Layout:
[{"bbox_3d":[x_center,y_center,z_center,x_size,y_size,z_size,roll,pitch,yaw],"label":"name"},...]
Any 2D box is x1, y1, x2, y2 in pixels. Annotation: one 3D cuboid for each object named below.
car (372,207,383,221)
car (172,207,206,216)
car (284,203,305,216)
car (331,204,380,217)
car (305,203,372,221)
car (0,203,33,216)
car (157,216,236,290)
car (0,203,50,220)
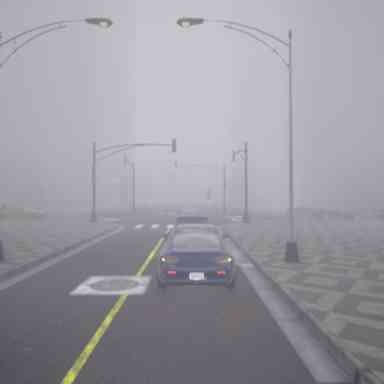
[{"bbox_3d":[17.992,1.823,28.258,4.313,1.339,1.947,0,-2,0],"label":"car"},{"bbox_3d":[-0.143,1.658,20.205,1.882,1.535,5.008,0,0,-4],"label":"car"},{"bbox_3d":[12.320,1.879,36.763,4.097,1.590,1.967,0,-2,0],"label":"car"},{"bbox_3d":[17.990,2.010,36.781,4.403,1.369,2.008,0,-2,0],"label":"car"},{"bbox_3d":[12.321,1.787,28.237,4.403,1.369,2.008,0,-2,0],"label":"car"},{"bbox_3d":[-20.172,1.896,36.641,4.403,1.369,2.008,0,-1,0],"label":"car"},{"bbox_3d":[0.102,1.609,9.222,1.812,1.442,4.674,0,0,0],"label":"car"},{"bbox_3d":[-14.599,1.681,28.140,4.829,1.417,1.752,0,-2,0],"label":"car"}]
